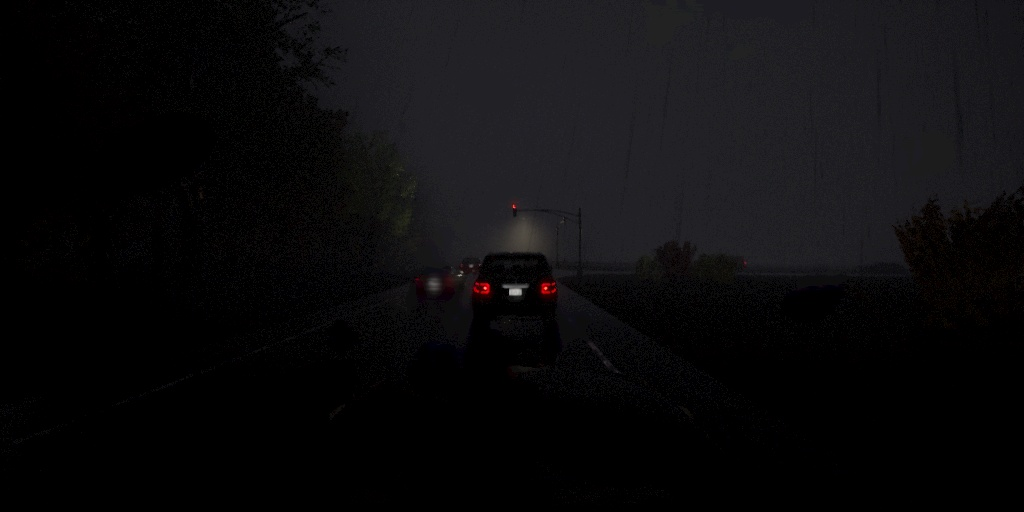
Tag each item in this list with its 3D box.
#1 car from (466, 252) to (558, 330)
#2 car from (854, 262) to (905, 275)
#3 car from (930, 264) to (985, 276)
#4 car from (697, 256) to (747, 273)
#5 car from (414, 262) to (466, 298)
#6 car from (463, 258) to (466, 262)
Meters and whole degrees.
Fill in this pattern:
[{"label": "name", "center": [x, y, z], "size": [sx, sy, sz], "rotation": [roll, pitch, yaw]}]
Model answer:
[{"label": "car", "center": [0.098, 0.902, 10.934], "size": [2.150, 2.045, 5.566], "rotation": [0, 0, 0]}, {"label": "car", "center": [43.466, 1.456, 42.528], "size": [4.902, 1.511, 2.128], "rotation": [1, -1, 1]}, {"label": "car", "center": [48.518, 1.534, 38.940], "size": [5.357, 1.411, 2.033], "rotation": [1, -1, 0]}, {"label": "car", "center": [24.774, 0.979, 42.647], "size": [5.566, 2.045, 2.150], "rotation": [1, -1, 0]}, {"label": "car", "center": [-3.400, 1.194, 17.590], "size": [1.994, 1.385, 4.181], "rotation": [0, 1, 0]}, {"label": "car", "center": [-3.399, 0.871, 31.918], "size": [2.097, 1.767, 4.553], "rotation": [0, 0, 0]}]
